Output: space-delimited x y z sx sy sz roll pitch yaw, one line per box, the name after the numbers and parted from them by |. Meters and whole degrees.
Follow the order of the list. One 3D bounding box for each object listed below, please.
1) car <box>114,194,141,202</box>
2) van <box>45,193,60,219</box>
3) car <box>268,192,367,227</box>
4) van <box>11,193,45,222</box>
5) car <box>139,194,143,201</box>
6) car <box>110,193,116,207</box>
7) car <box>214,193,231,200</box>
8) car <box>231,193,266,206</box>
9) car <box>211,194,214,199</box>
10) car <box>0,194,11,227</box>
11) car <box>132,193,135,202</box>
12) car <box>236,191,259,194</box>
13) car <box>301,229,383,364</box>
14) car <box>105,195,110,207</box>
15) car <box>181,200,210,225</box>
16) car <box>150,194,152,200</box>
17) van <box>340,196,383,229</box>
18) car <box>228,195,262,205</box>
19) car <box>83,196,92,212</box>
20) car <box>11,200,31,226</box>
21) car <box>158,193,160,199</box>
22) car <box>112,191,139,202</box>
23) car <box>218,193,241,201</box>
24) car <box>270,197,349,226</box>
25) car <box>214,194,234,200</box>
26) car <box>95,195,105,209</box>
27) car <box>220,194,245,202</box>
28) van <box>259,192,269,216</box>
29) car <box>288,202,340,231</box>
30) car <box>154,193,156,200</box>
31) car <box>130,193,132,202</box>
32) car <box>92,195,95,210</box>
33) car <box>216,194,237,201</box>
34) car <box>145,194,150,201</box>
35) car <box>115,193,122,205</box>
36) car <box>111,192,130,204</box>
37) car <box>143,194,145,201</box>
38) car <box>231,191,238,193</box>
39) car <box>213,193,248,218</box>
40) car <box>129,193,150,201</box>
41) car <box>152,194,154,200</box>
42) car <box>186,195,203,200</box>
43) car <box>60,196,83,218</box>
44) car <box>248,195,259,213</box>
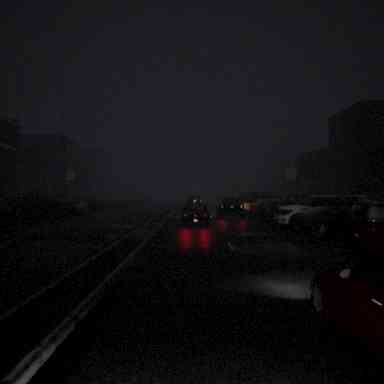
-12.425 1.179 64.221 4.674 1.452 2.002 0 0 0 | car
-12.844 1.148 25.330 4.442 1.987 1.878 0 0 1 | van
7.724 1.157 19.687 5.566 2.045 2.435 0 0 0 | car
-12.869 1.166 22.676 4.442 1.987 1.878 0 0 1 | van
-12.419 0.875 61.447 5.566 2.045 2.435 0 0 0 | car
-12.604 1.226 42.007 4.892 1.521 2.231 0 1 0 | car
8.119 1.245 88.606 4.553 1.767 2.185 0 -1 0 | car
7.943 1.054 47.263 4.553 1.767 2.185 0 0 0 | car
8.131 1.035 80.336 5.566 2.045 2.435 0 -1 0 | car
-12.833 1.174 16.993 5.566 2.045 2.435 0 0 1 | car
-12.488 1.162 55.895 4.674 1.452 2.002 0 0 0 | car
7.833 1.132 38.994 4.553 1.767 2.185 0 1 0 | car
3.123 1.517 4.318 1.812 1.442 4.674 0 0 0 | car
-12.648 1.282 39.228 4.792 1.488 2.163 0 1 0 | car
0.233 1.507 23.383 1.895 1.301 4.718 0 0 0 | car
-12.525 1.235 75.460 5.366 1.575 1.946 0 -1 0 | car
7.821 1.223 11.410 4.442 1.987 1.878 0 0 0 | van
7.957 1.189 50.022 4.792 1.488 2.163 0 0 0 | car
-12.497 1.326 31.012 5.366 1.575 1.946 0 0 0 | car
-12.769 1.410 19.895 4.892 1.521 2.231 0 1 1 | car
-12.206 1.417 92.131 5.008 1.535 2.097 0 -1 0 | car
-12.655 1.119 58.670 5.366 1.575 1.946 0 0 0 | car
8.086 1.084 72.063 4.553 1.767 2.185 0 -1 0 | car
7.800 1.266 22.446 4.553 1.767 2.185 0 0 0 | car
8.129 1.341 85.848 5.008 1.535 2.097 0 -1 0 | car
-12.635 1.279 36.448 5.008 1.535 2.097 0 1 0 | car
8.021 1.204 66.550 4.674 1.452 2.002 0 0 0 | car
7.668 1.147 25.204 4.442 1.987 1.878 0 0 0 | van
7.707 1.453 16.931 4.792 1.488 2.163 0 0 0 | car
-12.282 1.322 83.669 5.008 1.535 2.097 0 -1 0 | car
-12.514 1.171 53.237 4.674 1.452 2.002 0 0 0 | car
-12.693 1.180 33.669 4.553 1.767 2.185 0 1 0 | car
8.084 1.300 77.576 4.674 1.452 2.002 0 -1 0 | car
-12.368 1.212 72.679 4.892 1.521 2.231 0 -1 0 | car
-12.580 1.196 44.910 5.008 1.535 2.097 0 1 0 | car
-12.718 1.144 50.468 5.366 1.575 1.946 0 0 0 | car
-12.374 1.034 67.000 4.553 1.767 2.185 0 0 0 | car
7.851 0.980 41.750 5.566 2.045 2.435 0 1 0 | car
3.267 1.216 29.140 2.097 1.767 4.553 0 0 0 | car
-12.292 1.140 78.121 4.553 1.767 2.185 0 -1 0 | car
-12.269 1.323 80.891 4.792 1.488 2.163 0 -1 0 | car
0.337 1.105 41.680 2.097 1.767 4.553 0 1 0 | car
-12.673 1.100 28.228 5.566 2.045 2.435 0 0 1 | car
8.001 1.328 30.719 5.366 1.575 1.946 0 1 0 | car
